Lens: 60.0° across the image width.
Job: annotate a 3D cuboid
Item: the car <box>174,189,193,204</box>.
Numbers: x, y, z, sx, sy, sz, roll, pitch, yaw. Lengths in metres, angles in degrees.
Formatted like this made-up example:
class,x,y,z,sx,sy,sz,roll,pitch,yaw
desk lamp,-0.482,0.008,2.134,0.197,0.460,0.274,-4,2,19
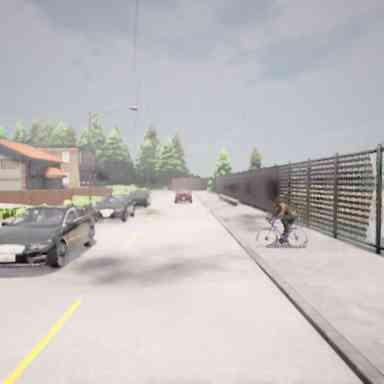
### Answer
class,x,y,z,sx,sy,sz,roll,pitch,yaw
car,-0.909,0.440,36.064,1.812,1.442,4.674,0,2,-1

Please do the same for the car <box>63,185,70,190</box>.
class,x,y,z,sx,sy,sz,roll,pitch,yaw
car,-18.501,-0.185,45.070,3.633,1.501,1.845,0,2,-2

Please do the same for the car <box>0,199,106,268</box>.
class,x,y,z,sx,sy,sz,roll,pitch,yaw
car,-4.343,1.191,10.140,2.128,1.511,4.902,0,2,-2

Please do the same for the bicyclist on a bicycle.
class,x,y,z,sx,sy,sz,roll,pitch,yaw
bicyclist on a bicycle,2.869,1.019,10.600,1.656,1.620,0.582,0,2,-2

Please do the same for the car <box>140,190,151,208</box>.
class,x,y,z,sx,sy,sz,roll,pitch,yaw
car,-4.887,0.563,30.641,1.882,1.535,5.008,0,2,-1

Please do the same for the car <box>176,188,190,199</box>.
class,x,y,z,sx,sy,sz,roll,pitch,yaw
car,-1.269,0.168,47.646,1.895,1.301,4.718,0,2,-1

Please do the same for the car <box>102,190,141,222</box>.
class,x,y,z,sx,sy,sz,roll,pitch,yaw
car,-4.619,0.891,20.170,2.128,1.511,4.902,0,2,-2
